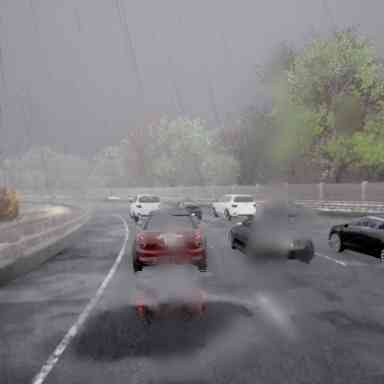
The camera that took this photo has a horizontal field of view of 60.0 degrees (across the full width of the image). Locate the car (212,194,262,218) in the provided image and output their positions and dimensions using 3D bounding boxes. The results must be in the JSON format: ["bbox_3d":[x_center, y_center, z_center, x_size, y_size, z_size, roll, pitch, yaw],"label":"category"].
[{"bbox_3d":[3.353,1.208,27.342,2.150,2.045,5.566,0,0,-14],"label":"car"}]

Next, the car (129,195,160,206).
[{"bbox_3d":[-3.811,1.234,27.159,2.150,2.045,5.566,0,0,-15],"label":"car"}]

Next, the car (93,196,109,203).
[{"bbox_3d":[-19.768,1.591,72.124,2.128,1.511,4.902,0,0,-41],"label":"car"}]

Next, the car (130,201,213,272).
[{"bbox_3d":[-0.757,1.354,11.012,2.097,1.767,4.553,0,0,-5],"label":"car"}]

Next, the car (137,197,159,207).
[{"bbox_3d":[-7.163,1.506,53.628,1.837,1.490,4.892,0,0,-29],"label":"car"}]

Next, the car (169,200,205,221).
[{"bbox_3d":[-0.535,1.505,28.264,1.837,1.490,4.892,0,0,-15],"label":"car"}]

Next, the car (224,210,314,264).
[{"bbox_3d":[2.643,1.554,11.935,1.994,1.385,4.181,0,0,-6],"label":"car"}]

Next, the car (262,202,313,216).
[{"bbox_3d":[7.471,1.509,27.944,2.033,1.411,5.357,0,0,-33],"label":"car"}]

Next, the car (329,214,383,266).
[{"bbox_3d":[6.281,1.469,10.801,2.128,1.511,4.902,0,0,-5],"label":"car"}]
